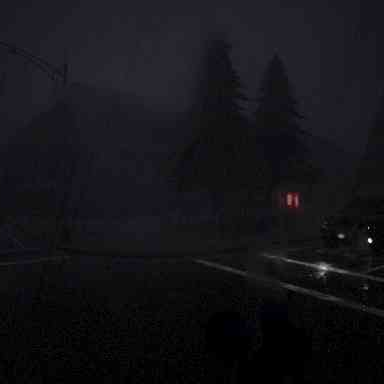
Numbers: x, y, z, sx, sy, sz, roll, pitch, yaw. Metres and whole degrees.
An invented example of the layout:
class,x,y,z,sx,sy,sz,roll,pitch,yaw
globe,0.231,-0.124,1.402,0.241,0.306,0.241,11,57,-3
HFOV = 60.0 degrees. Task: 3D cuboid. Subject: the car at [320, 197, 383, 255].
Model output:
class,x,y,z,sx,sy,sz,roll,pitch,yaw
car,7.648,1.246,13.770,5.566,2.045,2.150,0,0,-37
